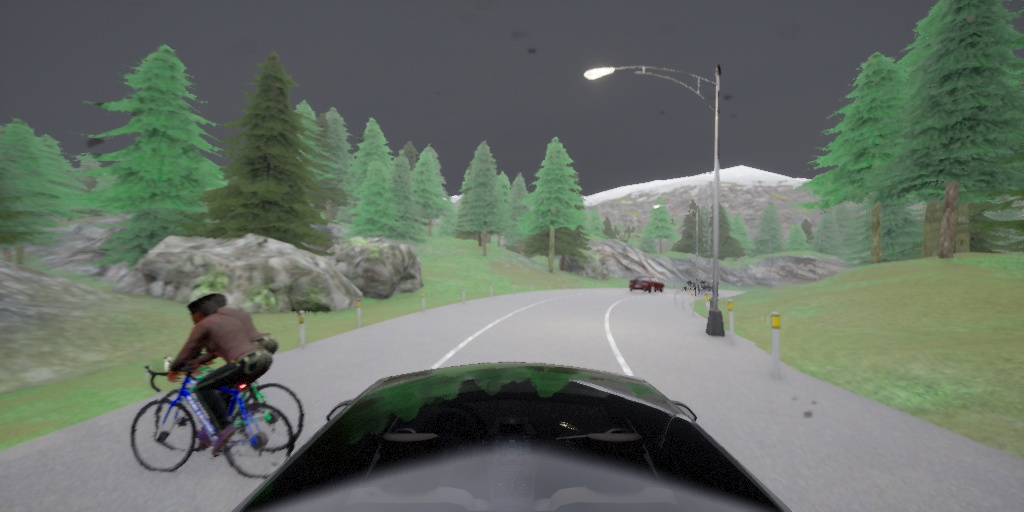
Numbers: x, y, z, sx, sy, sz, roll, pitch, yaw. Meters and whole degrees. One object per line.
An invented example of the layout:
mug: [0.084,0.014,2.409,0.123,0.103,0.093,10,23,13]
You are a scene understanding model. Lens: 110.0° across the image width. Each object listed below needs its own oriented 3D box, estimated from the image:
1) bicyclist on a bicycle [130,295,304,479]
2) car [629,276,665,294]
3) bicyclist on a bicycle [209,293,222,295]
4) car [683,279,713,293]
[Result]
bicyclist on a bicycle: [-2.769,1.220,3.327,1.656,1.620,0.582,0,-4,6]
car: [12.451,2.597,32.917,1.882,1.535,5.008,1,-3,40]
bicyclist on a bicycle: [-2.921,1.201,3.682,1.656,1.620,0.582,-4,-4,5]
car: [21.848,3.484,41.775,4.892,1.490,1.837,5,-2,-37]
